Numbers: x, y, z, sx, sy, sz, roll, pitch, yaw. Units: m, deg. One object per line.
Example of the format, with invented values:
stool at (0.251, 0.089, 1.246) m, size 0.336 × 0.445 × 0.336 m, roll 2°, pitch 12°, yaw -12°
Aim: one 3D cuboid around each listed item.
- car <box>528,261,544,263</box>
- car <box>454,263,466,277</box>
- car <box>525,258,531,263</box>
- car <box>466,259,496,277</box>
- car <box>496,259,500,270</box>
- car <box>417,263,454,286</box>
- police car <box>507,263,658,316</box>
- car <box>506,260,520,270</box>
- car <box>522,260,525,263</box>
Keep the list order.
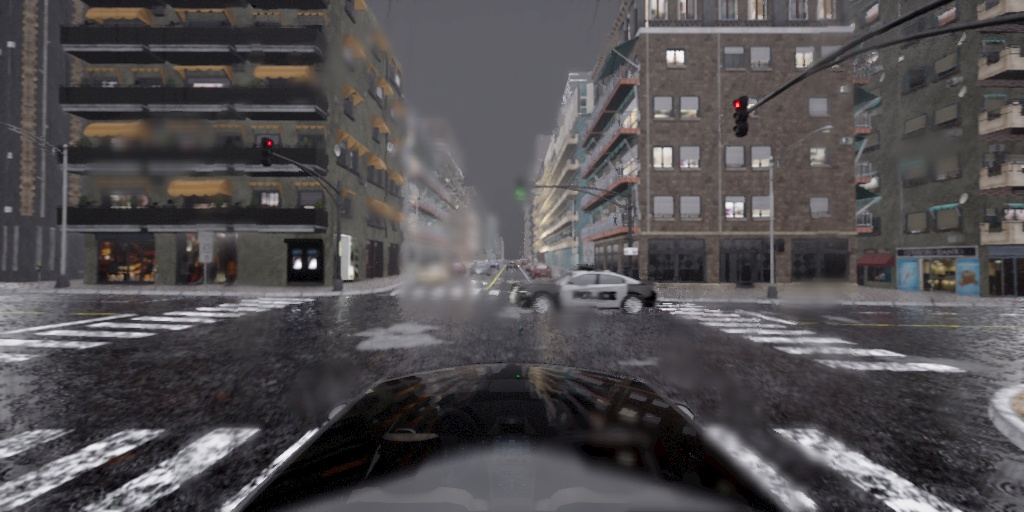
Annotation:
car at (2.686, 1.390, 31.860) m, size 1.888 × 1.381 × 4.507 m, roll 0°, pitch 0°, yaw 0°
car at (-5.697, 1.408, 37.396) m, size 1.888 × 1.381 × 4.507 m, roll 0°, pitch 0°, yaw 0°
car at (2.685, 1.303, 37.384) m, size 1.967 × 1.591 × 4.097 m, roll 0°, pitch 0°, yaw 0°
car at (-3.093, 1.351, 36.693) m, size 2.128 × 1.511 × 4.902 m, roll 0°, pitch 0°, yaw 0°
car at (-3.046, 1.277, 56.591) m, size 2.097 × 1.767 × 4.553 m, roll 0°, pitch 0°, yaw 0°
car at (-5.694, 1.353, 26.179) m, size 1.751 × 1.417 × 4.829 m, roll 0°, pitch 0°, yaw 0°
police car at (2.544, 1.200, 13.052) m, size 5.238 × 1.638 × 1.930 m, roll 0°, pitch 0°, yaw 0°
car at (-0.009, 1.433, 57.289) m, size 1.837 × 1.490 × 4.892 m, roll 0°, pitch 0°, yaw 0°
car at (2.683, 1.481, 48.430) m, size 1.802 × 1.307 × 4.207 m, roll 0°, pitch 0°, yaw 0°
